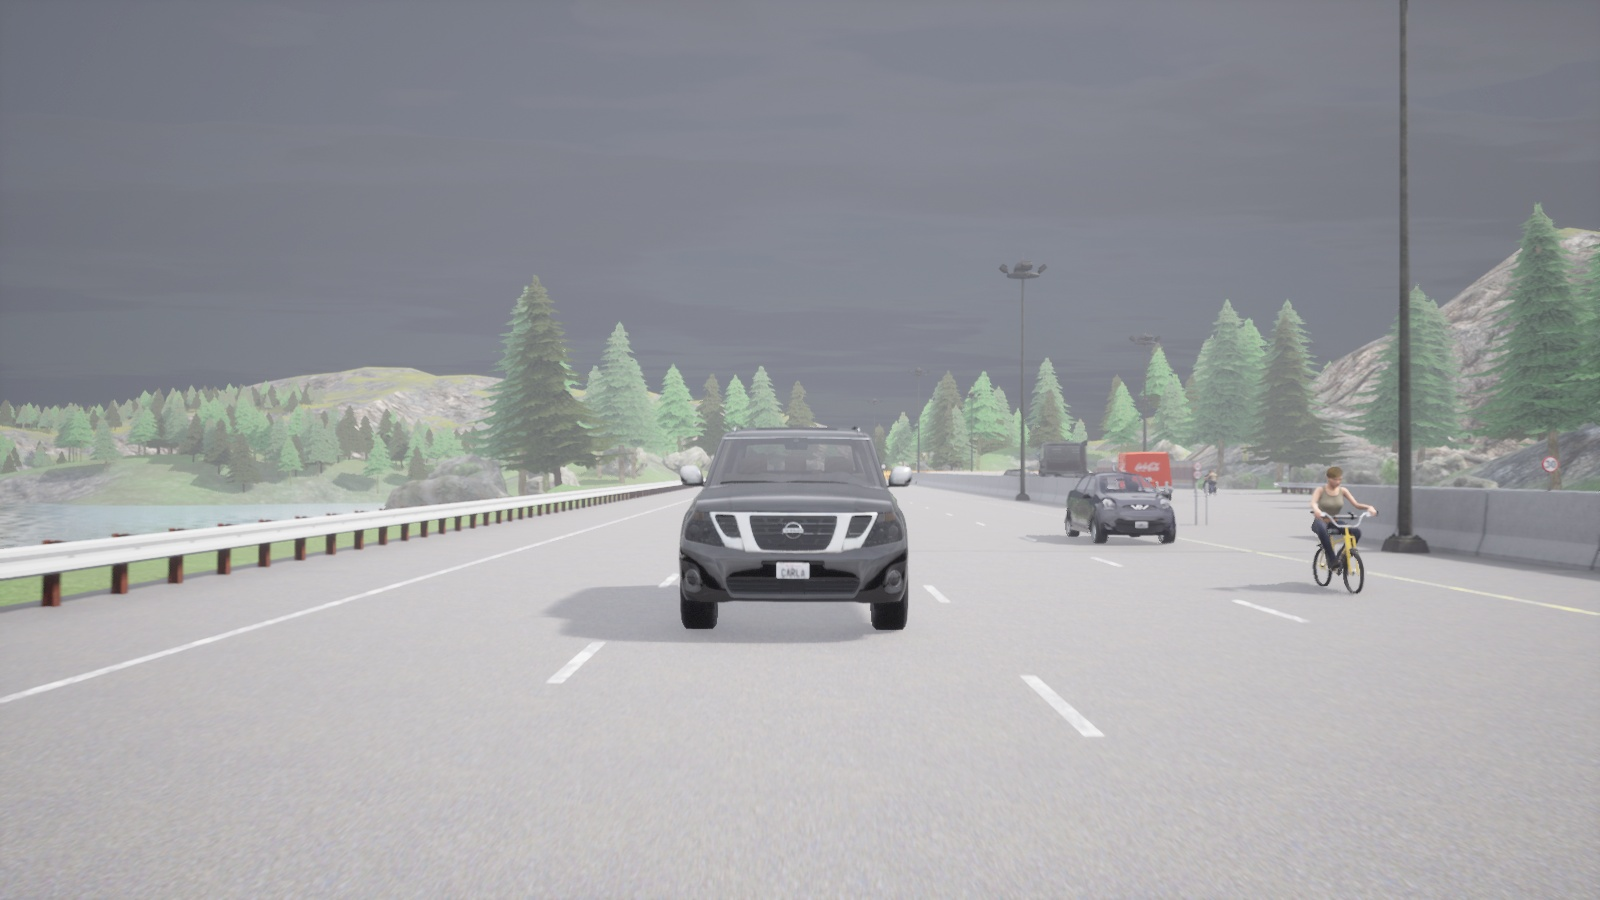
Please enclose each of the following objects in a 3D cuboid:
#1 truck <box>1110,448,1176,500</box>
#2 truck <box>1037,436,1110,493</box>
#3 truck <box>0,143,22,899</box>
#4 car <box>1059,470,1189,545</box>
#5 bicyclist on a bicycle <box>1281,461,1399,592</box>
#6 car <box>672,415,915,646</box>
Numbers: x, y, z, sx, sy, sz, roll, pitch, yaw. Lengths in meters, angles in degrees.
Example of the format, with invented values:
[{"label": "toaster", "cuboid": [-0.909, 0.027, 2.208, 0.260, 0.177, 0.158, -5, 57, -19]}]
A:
[{"label": "truck", "cuboid": [17.637, 1.203, 64.838, 2.627, 2.467, 5.204, -2, -1, 9]}, {"label": "truck", "cuboid": [17.298, 0.921, 79.950, 2.891, 3.462, 7.936, 0, -1, 0]}, {"label": "truck", "cuboid": [-3.504, 0.353, 0.930, 2.627, 2.467, 5.204, 0, -1, 0]}, {"label": "car", "cuboid": [6.934, 1.194, 27.237, 1.845, 1.501, 3.633, 0, -1, 0]}, {"label": "bicyclist on a bicycle", "cuboid": [6.964, 0.956, 16.271, 0.866, 1.612, 1.509, 0, -1, 0]}, {"label": "car", "cuboid": [-0.030, 0.728, 13.956, 2.150, 2.045, 5.566, 0, 0, 1]}]
